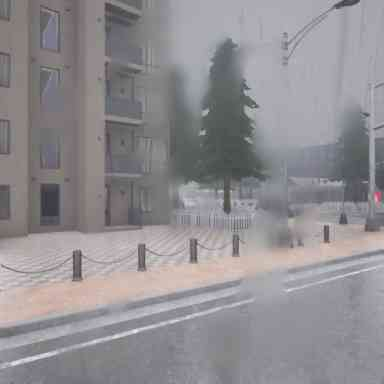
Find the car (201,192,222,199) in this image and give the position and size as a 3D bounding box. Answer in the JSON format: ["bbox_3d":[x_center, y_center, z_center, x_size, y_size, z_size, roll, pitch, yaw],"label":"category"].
[{"bbox_3d":[5.388,1.113,92.658,1.932,1.855,4.605,0,0,-37],"label":"car"}]

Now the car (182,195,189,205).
[{"bbox_3d":[-3.260,1.563,50.377,2.033,1.411,5.357,0,0,-37],"label":"car"}]

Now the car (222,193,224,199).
[{"bbox_3d":[7.474,1.092,94.722,1.905,1.878,3.866,0,0,-37],"label":"car"}]

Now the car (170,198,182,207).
[{"bbox_3d":[-3.683,1.579,44.921,1.994,1.385,4.181,0,0,-37],"label":"car"}]

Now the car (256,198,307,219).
[{"bbox_3d":[7.862,1.368,29.589,2.097,1.767,4.553,0,0,-37],"label":"car"}]
